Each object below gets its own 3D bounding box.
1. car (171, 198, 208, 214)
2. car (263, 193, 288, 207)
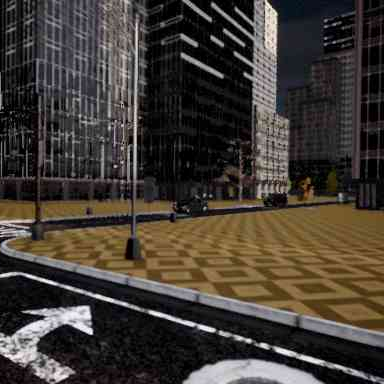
[{"bbox_3d":[-0.163,1.412,34.523,1.837,1.490,4.892,1,1,37],"label":"car"},{"bbox_3d":[13.188,1.220,52.262,2.150,2.045,5.566,1,0,37],"label":"car"}]
